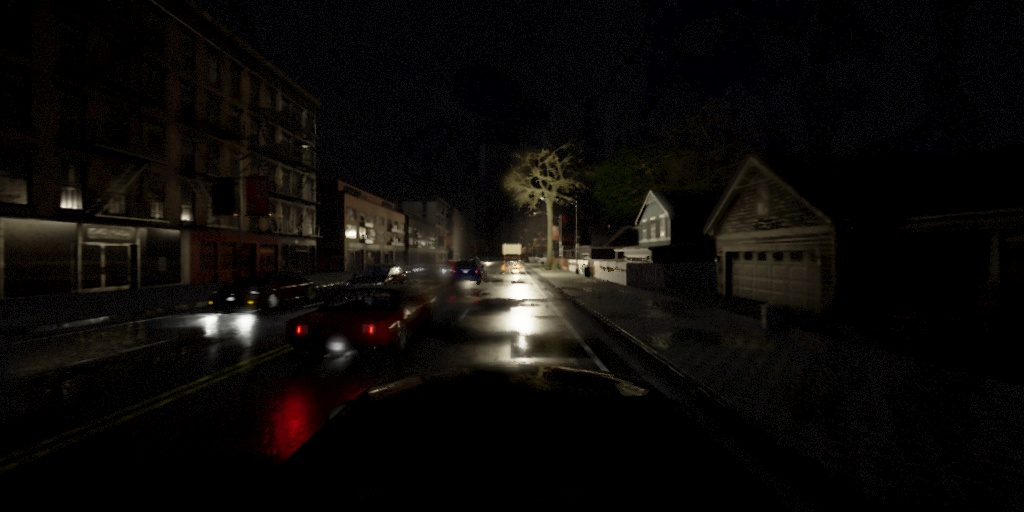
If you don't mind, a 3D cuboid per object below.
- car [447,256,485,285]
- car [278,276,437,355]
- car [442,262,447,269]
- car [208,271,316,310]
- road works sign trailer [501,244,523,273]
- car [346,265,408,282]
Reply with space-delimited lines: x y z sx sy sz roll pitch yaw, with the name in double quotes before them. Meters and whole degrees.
"car" -3.151 1.099 26.365 2.097 1.767 4.553 0 0 0
"car" -3.150 1.350 8.697 1.895 1.301 4.718 0 0 0
"car" -9.793 1.346 57.082 1.895 1.301 4.718 0 0 1
"car" -9.850 1.313 14.539 1.994 1.385 4.181 0 0 0
"road works sign trailer" 0.000 0.209 44.022 2.380 3.560 2.880 0 0 0
"car" -6.599 1.240 17.972 2.128 1.511 4.902 0 0 0
